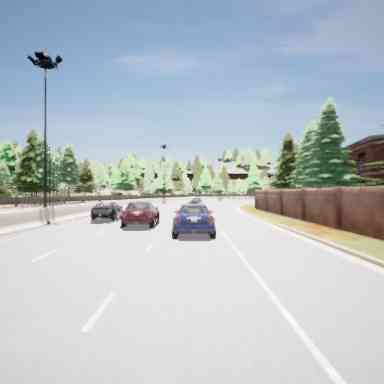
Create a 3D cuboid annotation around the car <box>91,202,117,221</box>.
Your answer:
[{"bbox_3d":[-6.901,1.548,27.501,2.128,1.511,4.902,0,0,0],"label":"car"}]

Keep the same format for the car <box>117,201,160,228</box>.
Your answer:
[{"bbox_3d":[-3.404,1.398,22.637,2.097,1.767,4.553,0,0,0],"label":"car"}]

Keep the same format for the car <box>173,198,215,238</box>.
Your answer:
[{"bbox_3d":[0.096,1.389,18.030,2.097,1.767,4.553,0,0,0],"label":"car"}]

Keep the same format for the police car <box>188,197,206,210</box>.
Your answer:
[{"bbox_3d":[0.812,1.602,47.273,2.038,1.542,4.974,1,0,7],"label":"police car"}]
